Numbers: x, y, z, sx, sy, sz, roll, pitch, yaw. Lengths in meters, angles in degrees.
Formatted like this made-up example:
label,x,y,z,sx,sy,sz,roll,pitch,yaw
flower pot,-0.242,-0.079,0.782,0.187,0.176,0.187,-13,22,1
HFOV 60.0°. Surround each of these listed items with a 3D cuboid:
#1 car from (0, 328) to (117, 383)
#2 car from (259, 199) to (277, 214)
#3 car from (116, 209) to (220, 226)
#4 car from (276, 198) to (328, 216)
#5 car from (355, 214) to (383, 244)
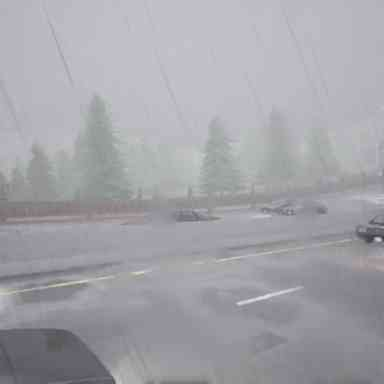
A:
label,x,y,z,sx,sy,sz,roll,pitch,yaw
car,-3.003,1.546,1.604,5.357,1.411,2.033,0,0,-36
car,8.833,1.293,31.780,5.357,1.411,2.033,-3,2,-35
car,-0.985,1.555,16.187,5.357,1.411,2.033,0,0,-35
car,9.499,1.381,27.955,4.181,1.385,1.994,-3,2,-35
car,9.313,1.602,14.689,4.718,1.301,1.895,-1,0,-36
